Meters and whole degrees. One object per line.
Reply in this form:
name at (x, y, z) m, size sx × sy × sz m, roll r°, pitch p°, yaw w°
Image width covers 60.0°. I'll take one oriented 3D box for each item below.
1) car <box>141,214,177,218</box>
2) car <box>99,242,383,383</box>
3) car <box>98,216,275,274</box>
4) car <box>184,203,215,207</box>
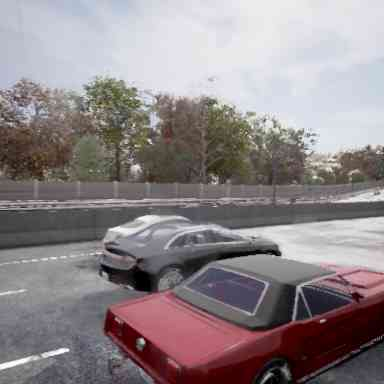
car at (-0.766, 1.526, 11.800) m, size 4.674 × 1.442 × 1.812 m, roll 0°, pitch 0°, yaw -35°
car at (1.351, 1.601, 4.709) m, size 4.718 × 1.301 × 1.895 m, roll 0°, pitch 0°, yaw -36°
car at (0.210, 1.492, 8.190) m, size 4.902 × 1.511 × 2.128 m, roll 0°, pitch 0°, yaw -36°
car at (0.437, 1.553, 25.794) m, size 5.357 × 1.411 × 2.033 m, roll 0°, pitch 0°, yaw -35°
